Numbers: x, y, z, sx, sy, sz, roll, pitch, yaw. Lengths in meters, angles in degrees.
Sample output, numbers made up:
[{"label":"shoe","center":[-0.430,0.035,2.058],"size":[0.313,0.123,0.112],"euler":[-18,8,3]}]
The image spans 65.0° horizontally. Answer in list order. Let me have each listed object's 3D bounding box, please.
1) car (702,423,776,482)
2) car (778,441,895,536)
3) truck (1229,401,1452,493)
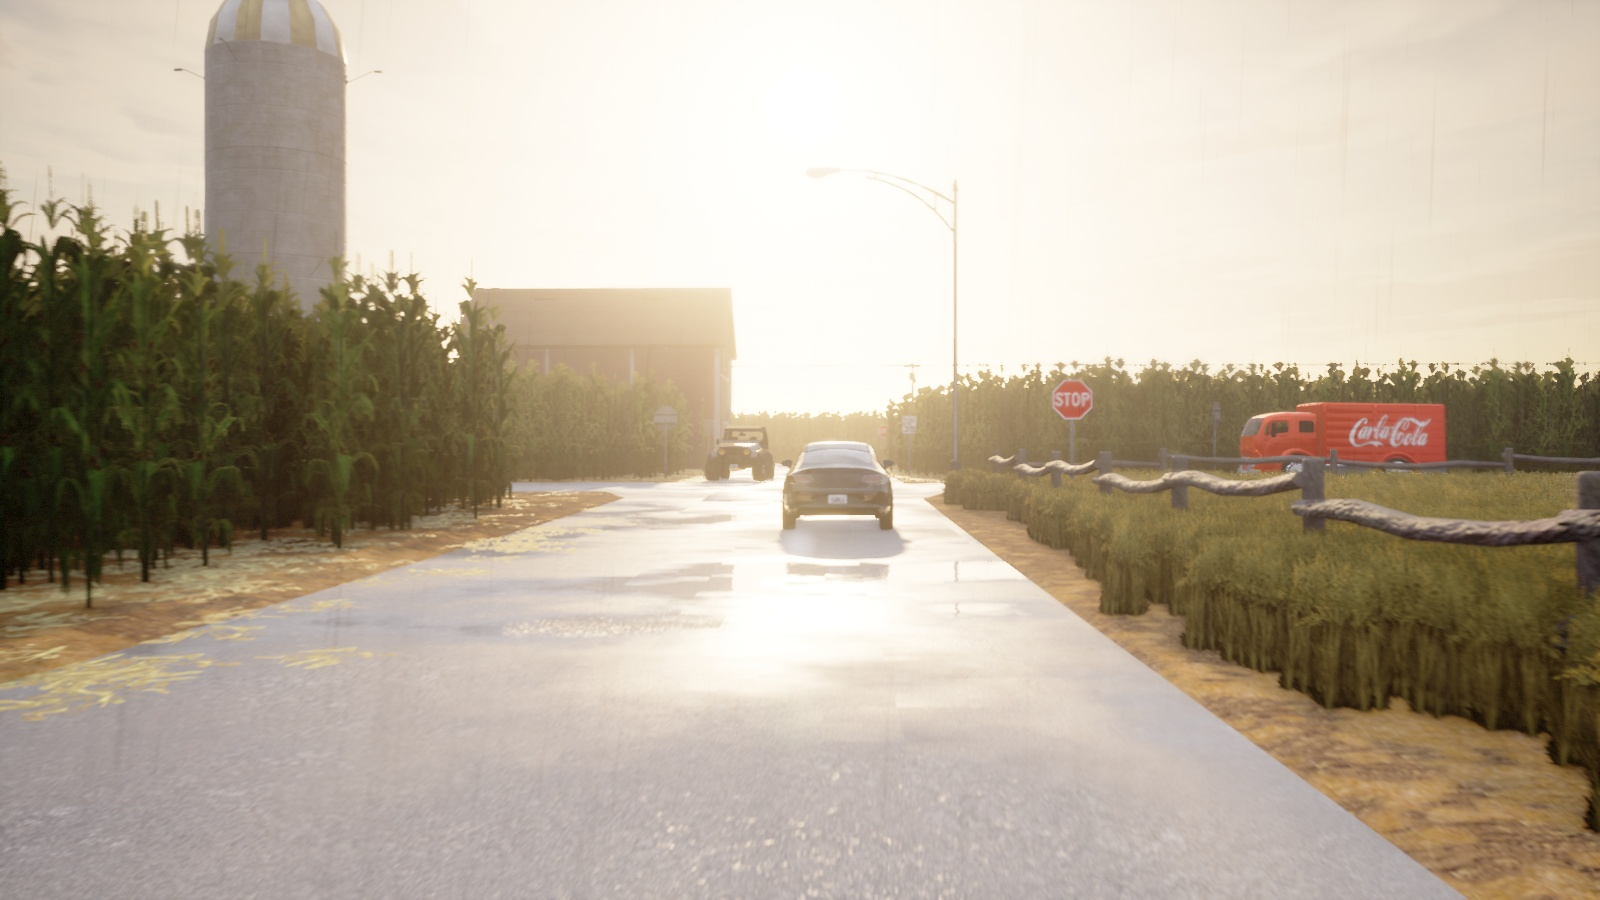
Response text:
[{"label":"car","center":[-2.018,0.072,42.538],"size":[1.905,1.878,3.866],"euler":[0,0,7]},{"label":"car","center":[0.635,0.576,21.814],"size":[1.812,1.442,4.674],"euler":[0,1,2]},{"label":"truck","center":[15.300,-0.087,35.850],"size":[5.204,2.467,2.627],"euler":[1,0,2]}]
